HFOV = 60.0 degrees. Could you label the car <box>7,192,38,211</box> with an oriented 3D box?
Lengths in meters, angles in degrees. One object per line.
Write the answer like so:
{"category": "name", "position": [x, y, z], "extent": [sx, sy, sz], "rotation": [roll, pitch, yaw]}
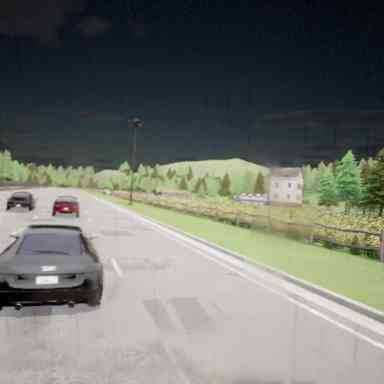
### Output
{"category": "car", "position": [-14.238, 0.746, 28.044], "extent": [1.837, 1.490, 4.892], "rotation": [4, 0, -20]}

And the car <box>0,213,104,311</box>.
{"category": "car", "position": [-3.101, 1.409, 7.464], "extent": [1.994, 1.385, 4.181], "rotation": [4, 0, -20]}

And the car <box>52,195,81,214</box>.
{"category": "car", "position": [-9.813, 1.003, 26.078], "extent": [1.882, 1.535, 5.008], "rotation": [4, 0, -20]}
